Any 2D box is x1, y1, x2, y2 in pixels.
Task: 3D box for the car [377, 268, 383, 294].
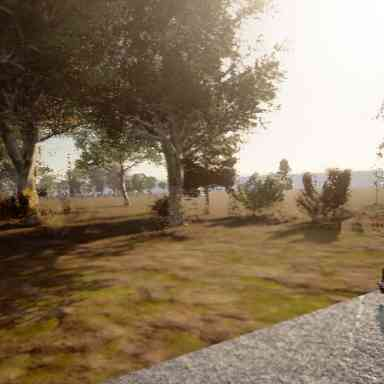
[{"bbox_3d":[6.289,1.488,7.263,5.357,1.411,2.033,-1,1,-34],"label":"car"}]
